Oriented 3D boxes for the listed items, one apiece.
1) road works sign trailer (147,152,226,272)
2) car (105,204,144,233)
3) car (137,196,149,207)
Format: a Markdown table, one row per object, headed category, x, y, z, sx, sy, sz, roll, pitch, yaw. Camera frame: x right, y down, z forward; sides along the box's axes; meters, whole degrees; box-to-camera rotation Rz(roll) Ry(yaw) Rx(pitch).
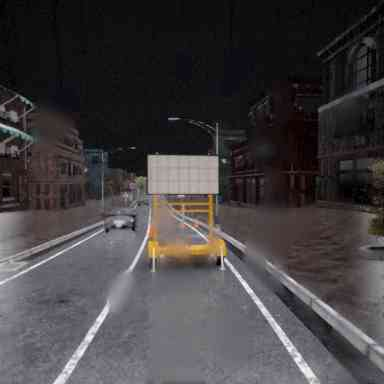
| category | x | y | z | sx | sy | sz | roll | pitch | yaw |
| --- | --- | --- | --- | --- | --- | --- | --- | --- | --- |
| road works sign trailer | -0.301 | 0.497 | 10.956 | 2.380 | 3.560 | 2.880 | 0 | -1 | -9 |
| car | -4.469 | 1.727 | 21.607 | 2.128 | 1.511 | 4.902 | 0 | -1 | -6 |
| car | -10.151 | 1.982 | 69.225 | 2.150 | 2.045 | 5.566 | 0 | 2 | -7 |
